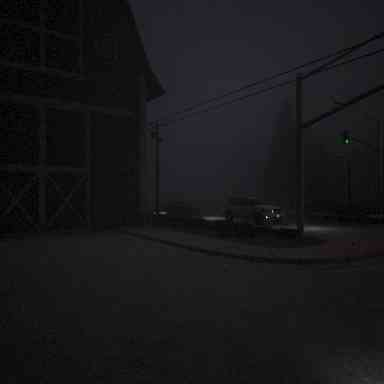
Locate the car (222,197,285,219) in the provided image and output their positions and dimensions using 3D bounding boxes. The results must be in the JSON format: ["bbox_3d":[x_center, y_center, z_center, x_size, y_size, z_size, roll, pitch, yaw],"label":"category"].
[{"bbox_3d":[4.698,1.399,26.483,2.150,2.045,5.566,0,0,-34],"label":"car"}]

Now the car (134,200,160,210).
[{"bbox_3d":[-6.759,1.920,49.544,1.895,1.301,4.718,0,0,-34],"label":"car"}]

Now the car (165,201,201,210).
[{"bbox_3d":[-0.942,1.707,34.710,1.882,1.535,5.008,0,0,-35],"label":"car"}]

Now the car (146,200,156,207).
[{"bbox_3d":[-6.330,1.784,42.571,1.837,1.490,4.892,0,0,-34],"label":"car"}]
